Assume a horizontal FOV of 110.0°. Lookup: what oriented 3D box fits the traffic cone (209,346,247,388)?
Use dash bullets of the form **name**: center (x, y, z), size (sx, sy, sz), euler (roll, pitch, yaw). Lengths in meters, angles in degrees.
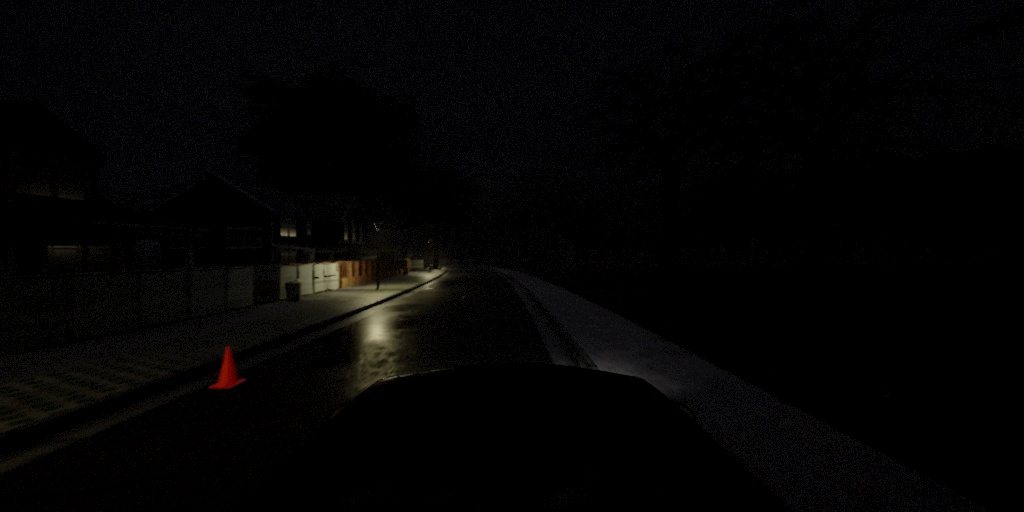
- **traffic cone**: center (-4.443, 1.712, 5.617), size (0.340, 0.580, 0.340), euler (0, 0, -1)
